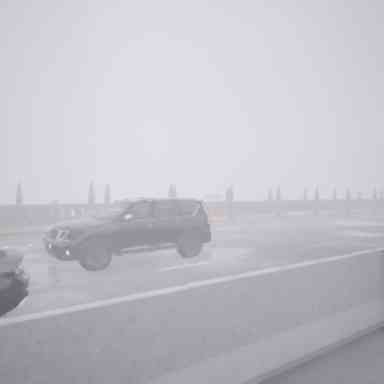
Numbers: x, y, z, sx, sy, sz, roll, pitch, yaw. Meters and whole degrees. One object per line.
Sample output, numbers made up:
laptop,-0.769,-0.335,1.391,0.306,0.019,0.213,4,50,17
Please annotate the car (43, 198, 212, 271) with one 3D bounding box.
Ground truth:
car,-1.861,1.228,11.260,5.566,2.045,2.150,0,0,-35

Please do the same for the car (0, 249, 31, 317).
car,-5.013,1.489,4.716,4.902,1.511,2.128,0,0,-35

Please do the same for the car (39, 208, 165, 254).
car,-3.724,1.511,14.229,4.892,1.490,1.837,0,0,-35
